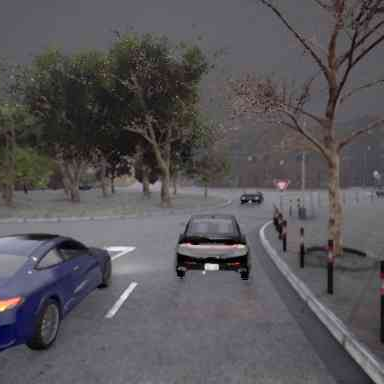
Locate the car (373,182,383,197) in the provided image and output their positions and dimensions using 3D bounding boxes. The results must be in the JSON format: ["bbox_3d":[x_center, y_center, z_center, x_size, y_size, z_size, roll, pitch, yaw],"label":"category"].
[{"bbox_3d":[25.252,-0.122,41.577,4.902,1.511,2.128,-1,3,-21],"label":"car"}]

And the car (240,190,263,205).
[{"bbox_3d":[5.969,0.494,32.961,1.895,1.301,4.718,1,3,15],"label":"car"}]

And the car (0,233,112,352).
[{"bbox_3d":[-2.861,1.476,6.054,1.812,1.442,4.674,0,1,2],"label":"car"}]

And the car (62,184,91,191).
[{"bbox_3d":[-20.337,-0.787,58.663,4.718,1.301,1.895,-2,3,-17],"label":"car"}]

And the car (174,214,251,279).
[{"bbox_3d":[0.626,1.382,9.757,2.128,1.511,4.902,0,1,4],"label":"car"}]
